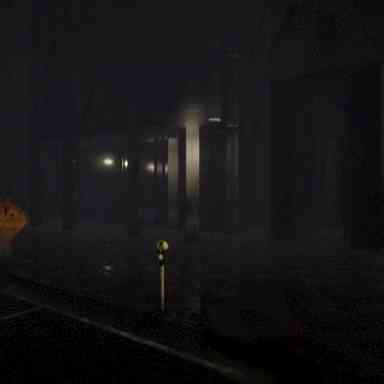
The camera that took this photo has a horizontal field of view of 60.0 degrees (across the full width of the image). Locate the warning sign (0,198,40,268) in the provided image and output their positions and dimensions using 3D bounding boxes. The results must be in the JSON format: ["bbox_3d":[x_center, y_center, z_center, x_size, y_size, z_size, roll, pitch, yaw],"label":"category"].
[{"bbox_3d":[-5.291,1.112,9.572,1.060,1.860,1.300,0,0,35],"label":"warning sign"}]
